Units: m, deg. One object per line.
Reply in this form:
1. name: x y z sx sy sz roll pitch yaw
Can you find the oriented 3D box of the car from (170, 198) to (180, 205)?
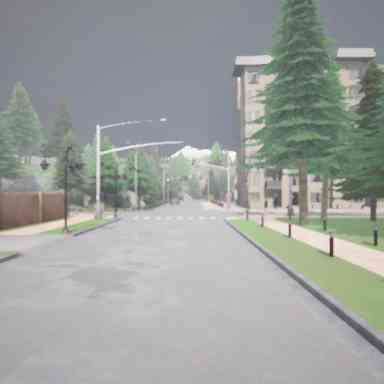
1. car: -3.611 2.023 70.740 1.812 1.442 4.674 0 0 0
